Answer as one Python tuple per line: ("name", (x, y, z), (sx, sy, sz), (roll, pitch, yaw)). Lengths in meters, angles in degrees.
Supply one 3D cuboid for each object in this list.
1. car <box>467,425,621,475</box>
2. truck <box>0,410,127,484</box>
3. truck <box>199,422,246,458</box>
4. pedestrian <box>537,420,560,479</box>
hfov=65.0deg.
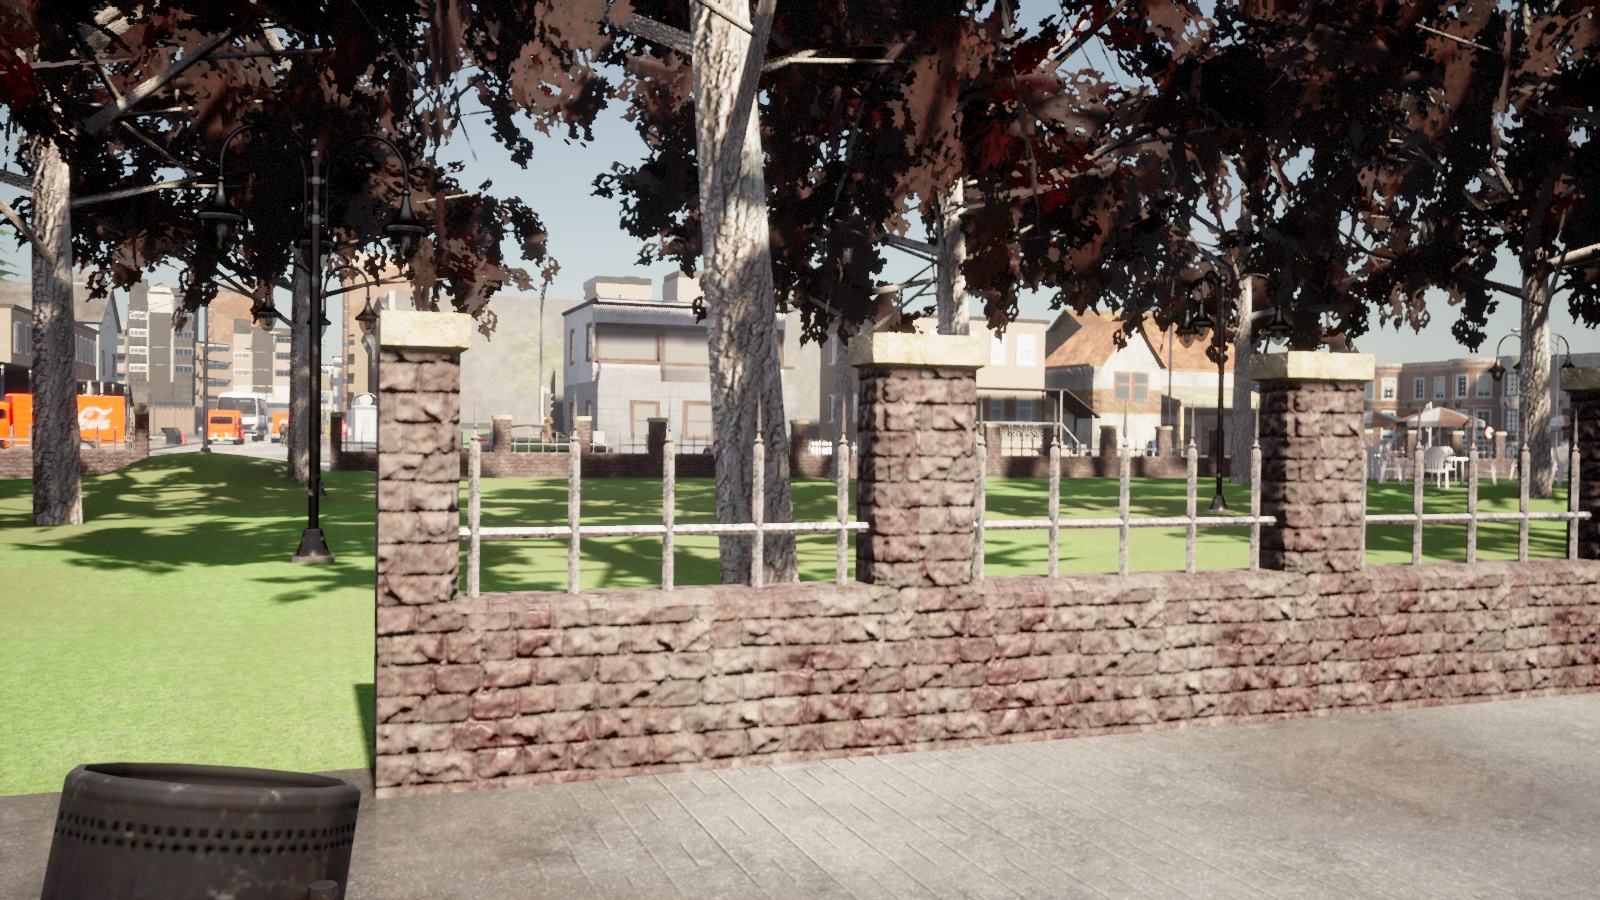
("car", (-9.064, -0.023, 44.449), (5.027, 1.651, 2.152), (-1, 1, -21))
("truck", (-26.484, -0.142, 43.446), (5.204, 2.467, 2.627), (-2, 2, -38))
("truck", (-40.985, -0.716, 89.275), (2.627, 2.467, 5.204), (-1, 1, -21))
("pedestrian", (-7.849, -0.023, 39.236), (0.634, 1.846, 0.331), (-1, 1, -21))
